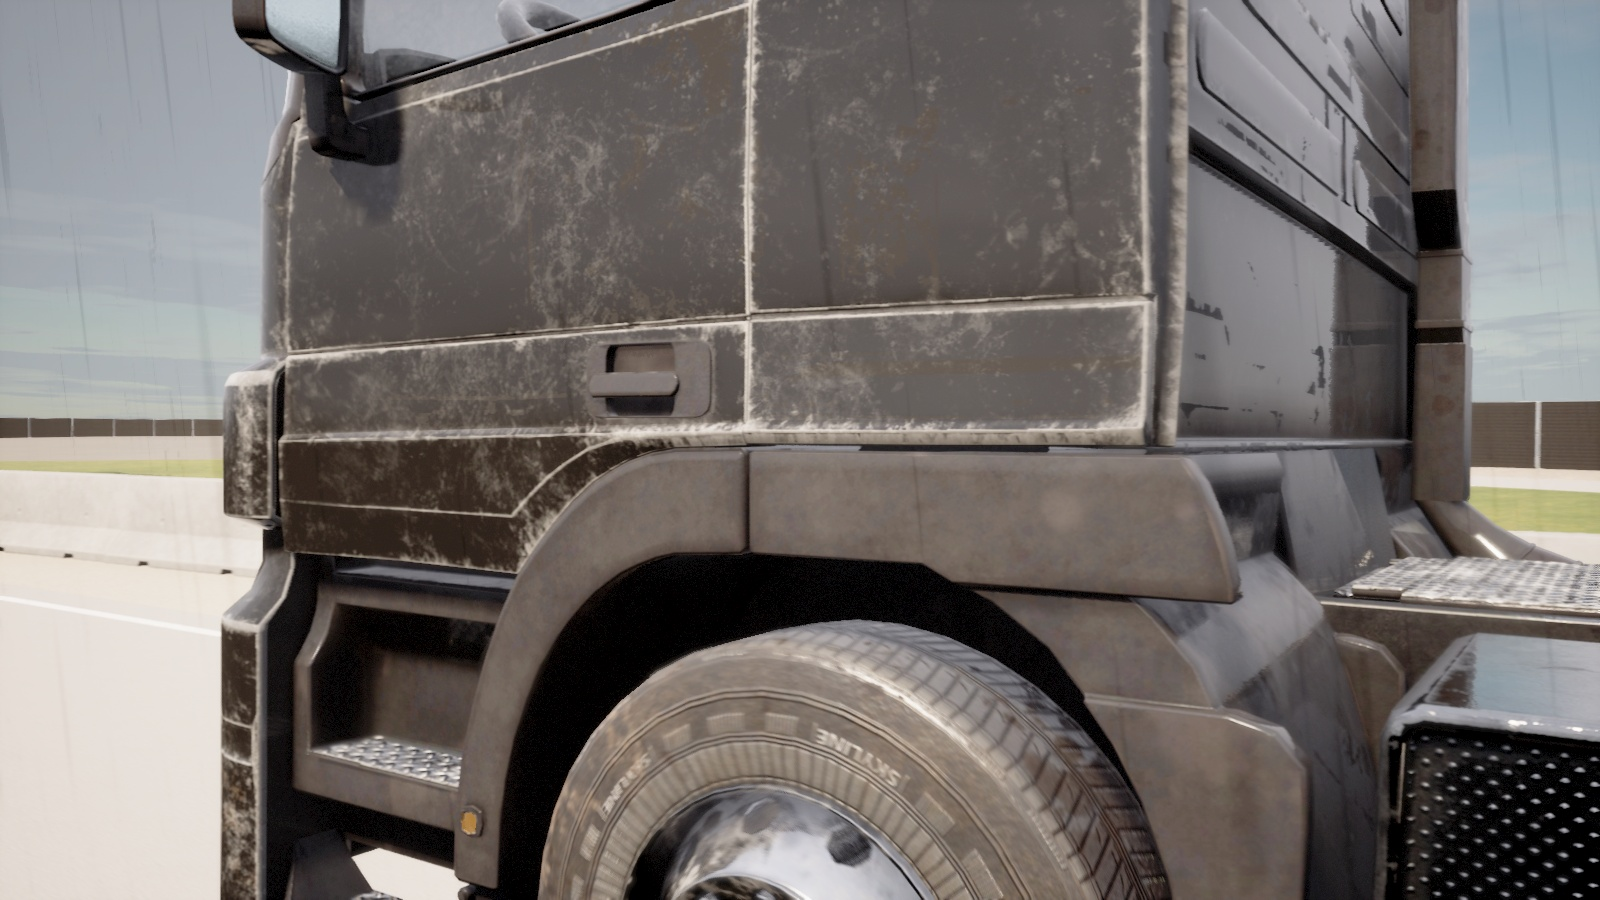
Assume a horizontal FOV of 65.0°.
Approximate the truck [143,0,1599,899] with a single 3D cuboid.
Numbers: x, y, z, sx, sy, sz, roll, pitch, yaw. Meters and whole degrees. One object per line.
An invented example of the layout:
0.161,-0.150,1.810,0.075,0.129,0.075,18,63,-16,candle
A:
2.625,-0.300,1.860,7.936,3.462,2.891,0,1,34,truck
